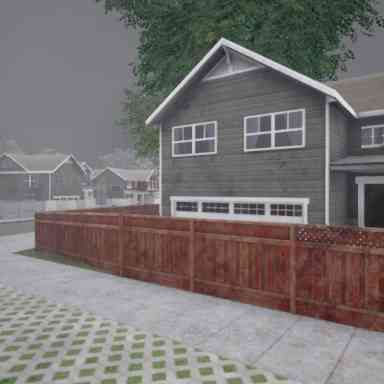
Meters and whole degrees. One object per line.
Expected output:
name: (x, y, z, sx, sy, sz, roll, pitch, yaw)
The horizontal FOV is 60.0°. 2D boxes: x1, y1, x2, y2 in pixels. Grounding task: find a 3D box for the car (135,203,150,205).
car: (-5.425, 1.922, 38.187, 1.895, 1.301, 4.718, 0, -1, 15)
